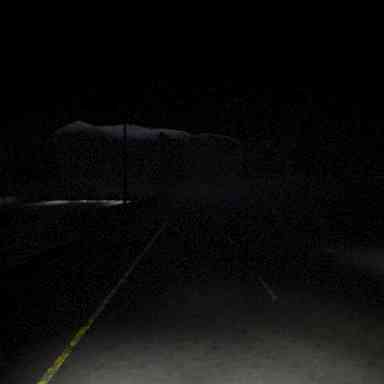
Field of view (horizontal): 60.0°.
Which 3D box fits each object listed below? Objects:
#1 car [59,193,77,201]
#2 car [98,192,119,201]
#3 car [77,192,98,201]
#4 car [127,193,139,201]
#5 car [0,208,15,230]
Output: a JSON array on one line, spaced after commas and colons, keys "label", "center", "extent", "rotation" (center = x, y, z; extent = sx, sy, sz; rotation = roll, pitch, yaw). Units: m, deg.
[{"label": "car", "center": [-21.040, 0.794, 57.000], "extent": [1.895, 1.301, 4.718], "rotation": [0, 2, 0]}, {"label": "car", "center": [-14.035, 0.720, 57.699], "extent": [2.033, 1.411, 5.357], "rotation": [0, 2, 0]}, {"label": "car", "center": [-17.535, 0.719, 57.698], "extent": [2.033, 1.411, 5.357], "rotation": [0, 2, 0]}, {"label": "car", "center": [-10.541, 0.770, 57.756], "extent": [1.895, 1.301, 4.718], "rotation": [0, 2, 0]}, {"label": "car", "center": [-10.597, 1.396, 16.066], "extent": [1.882, 1.535, 5.008], "rotation": [0, 0, 0]}]
